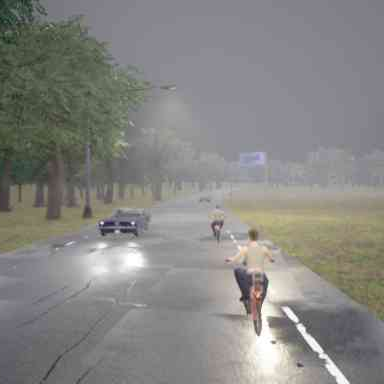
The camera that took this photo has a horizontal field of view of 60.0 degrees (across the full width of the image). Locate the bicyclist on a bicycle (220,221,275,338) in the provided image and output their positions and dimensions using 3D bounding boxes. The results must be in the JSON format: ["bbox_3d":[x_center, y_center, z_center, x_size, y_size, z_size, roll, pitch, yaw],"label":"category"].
[{"bbox_3d":[1.005,1.403,5.556,0.866,1.612,1.509,0,0,0],"label":"bicyclist on a bicycle"}]

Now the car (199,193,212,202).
[{"bbox_3d":[2.332,1.180,59.424,1.895,1.301,4.718,0,1,4],"label":"car"}]

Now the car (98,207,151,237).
[{"bbox_3d":[-3.376,1.499,17.424,1.895,1.301,4.718,0,0,1],"label":"car"}]

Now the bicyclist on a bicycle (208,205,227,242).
[{"bbox_3d":[1.127,1.352,14.674,0.866,1.612,1.509,0,0,1],"label":"bicyclist on a bicycle"}]

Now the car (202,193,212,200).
[{"bbox_3d":[3.399,0.980,73.970,1.994,1.385,4.181,0,1,5],"label":"car"}]
